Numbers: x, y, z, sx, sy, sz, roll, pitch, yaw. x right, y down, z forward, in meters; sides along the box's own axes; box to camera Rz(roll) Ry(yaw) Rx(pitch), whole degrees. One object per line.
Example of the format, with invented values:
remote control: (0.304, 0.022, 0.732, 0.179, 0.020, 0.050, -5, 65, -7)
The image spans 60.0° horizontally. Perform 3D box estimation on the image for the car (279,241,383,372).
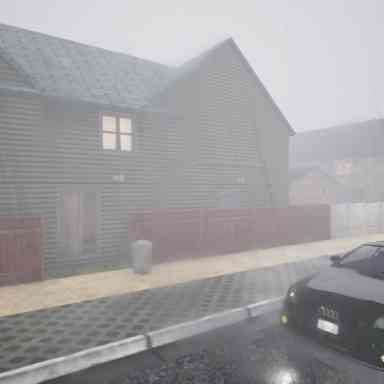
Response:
car: (3.385, 1.563, 5.470, 4.181, 1.385, 1.994, 0, 0, -35)
